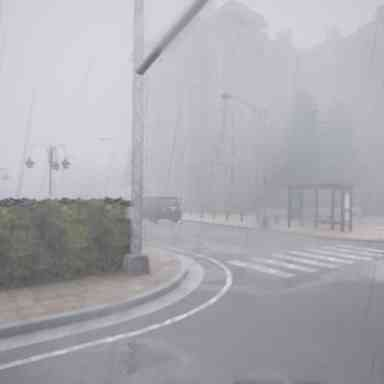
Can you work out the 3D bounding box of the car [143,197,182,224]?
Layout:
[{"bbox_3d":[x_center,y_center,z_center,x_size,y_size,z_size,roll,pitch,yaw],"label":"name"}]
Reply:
[{"bbox_3d":[-3.035,1.374,26.075,2.150,2.045,5.566,1,-1,-39],"label":"car"}]
